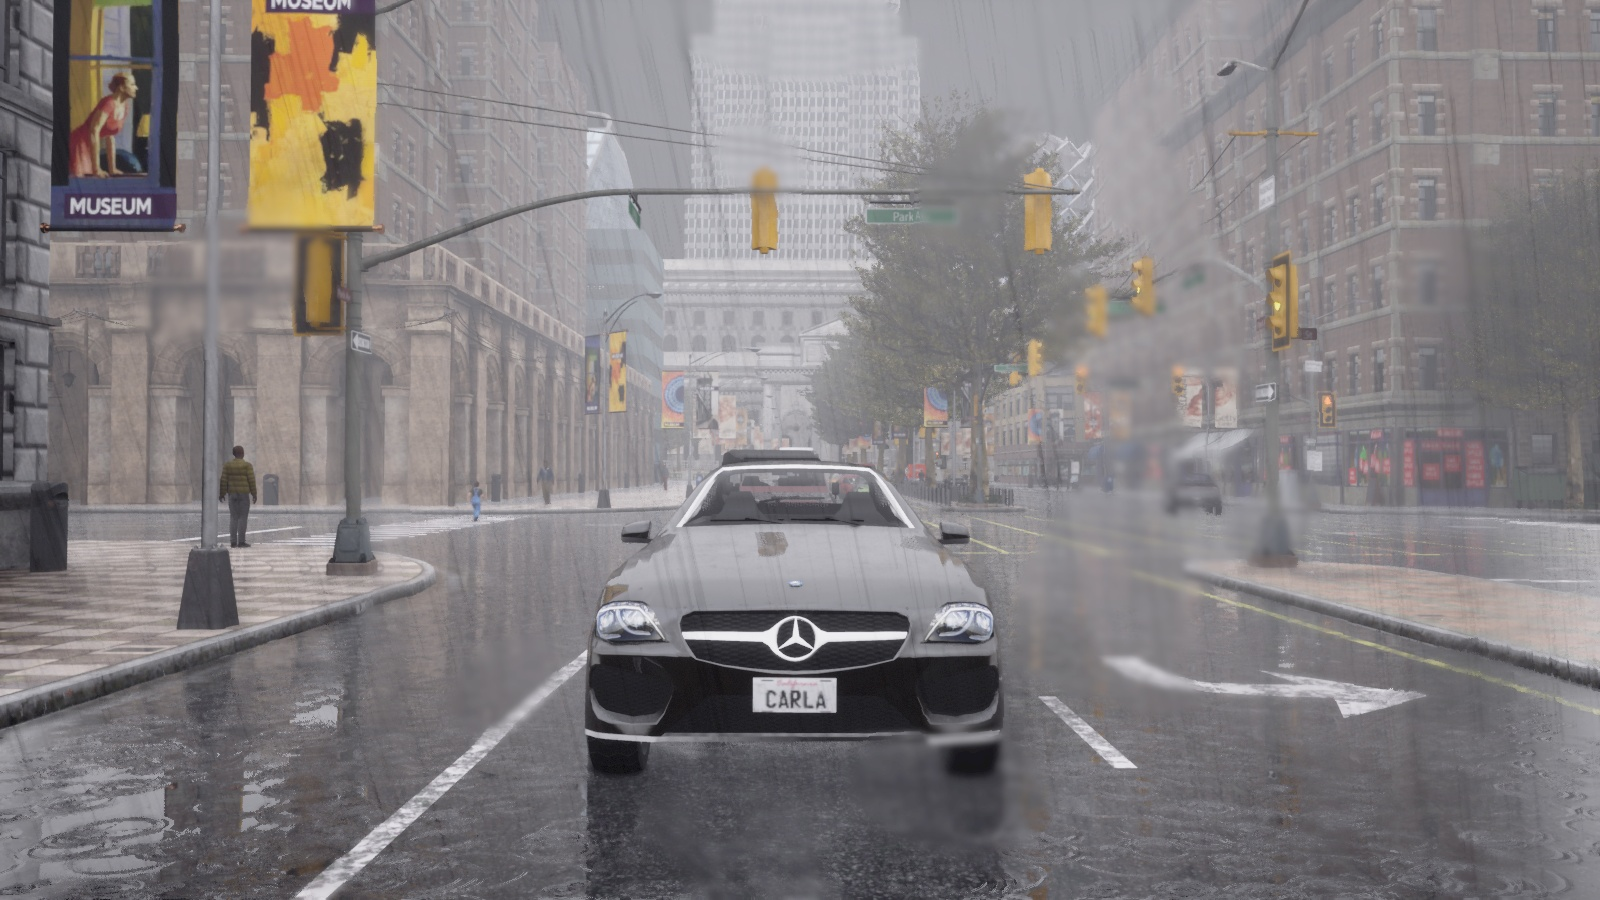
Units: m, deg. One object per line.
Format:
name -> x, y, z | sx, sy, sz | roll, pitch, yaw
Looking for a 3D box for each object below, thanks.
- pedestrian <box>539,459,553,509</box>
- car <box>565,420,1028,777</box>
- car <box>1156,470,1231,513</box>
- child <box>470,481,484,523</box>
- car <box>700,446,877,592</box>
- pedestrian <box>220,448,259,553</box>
pedestrian -> -10.121, 1.351, 50.083 | 0.423, 1.949, 0.788 | 0, -1, 0
car -> -0.025, 0.733, 8.363 | 2.152, 1.651, 5.027 | 0, -1, 0
car -> 14.637, 1.498, 46.931 | 2.128, 1.511, 4.902 | 0, -1, 11
child -> -9.791, 1.577, 38.069 | 0.270, 1.263, 0.437 | 0, -1, 2
car -> -0.294, 0.918, 18.273 | 1.905, 1.878, 3.866 | 0, -1, -11
pedestrian -> -9.985, 0.886, 22.381 | 0.370, 1.835, 0.726 | 0, -1, 1
